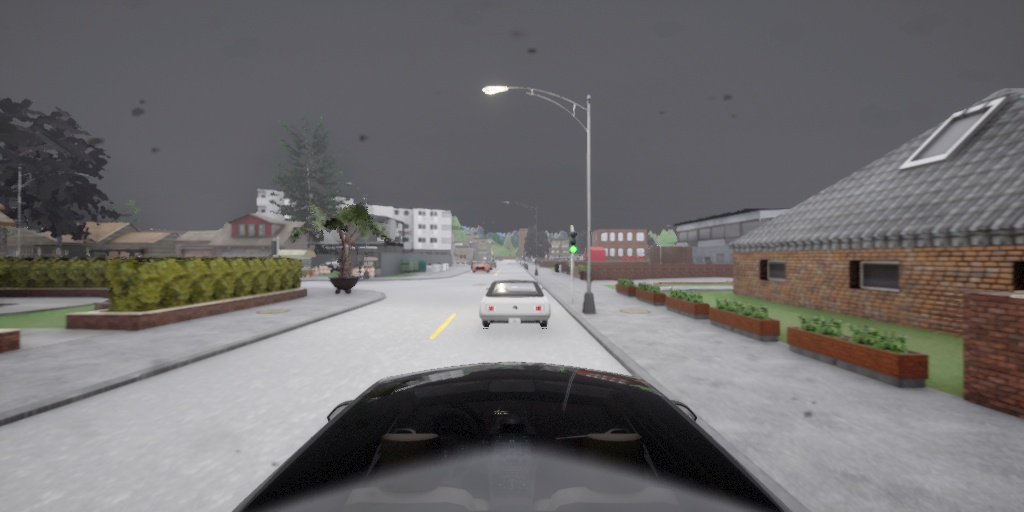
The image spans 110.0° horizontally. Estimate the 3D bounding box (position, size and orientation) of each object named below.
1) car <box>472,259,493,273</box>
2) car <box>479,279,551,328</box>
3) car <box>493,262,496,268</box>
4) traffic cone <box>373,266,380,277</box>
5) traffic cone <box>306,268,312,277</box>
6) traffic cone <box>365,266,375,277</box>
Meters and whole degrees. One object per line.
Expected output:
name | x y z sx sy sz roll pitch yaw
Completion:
car | -4.062 1.314 47.880 2.097 1.767 4.553 0 0 0
car | 0.087 1.396 11.501 1.895 1.301 4.718 0 0 0
car | -4.035 1.510 57.261 1.837 1.490 4.892 0 0 0
traffic cone | -15.364 1.735 40.235 0.344 0.586 0.344 0 0 0
traffic cone | -19.775 1.721 34.785 0.344 0.586 0.344 0 0 0
traffic cone | -15.725 1.736 39.666 0.344 0.586 0.344 0 0 0
